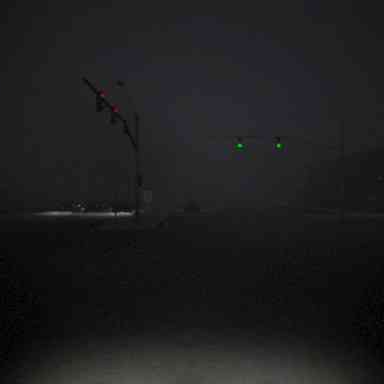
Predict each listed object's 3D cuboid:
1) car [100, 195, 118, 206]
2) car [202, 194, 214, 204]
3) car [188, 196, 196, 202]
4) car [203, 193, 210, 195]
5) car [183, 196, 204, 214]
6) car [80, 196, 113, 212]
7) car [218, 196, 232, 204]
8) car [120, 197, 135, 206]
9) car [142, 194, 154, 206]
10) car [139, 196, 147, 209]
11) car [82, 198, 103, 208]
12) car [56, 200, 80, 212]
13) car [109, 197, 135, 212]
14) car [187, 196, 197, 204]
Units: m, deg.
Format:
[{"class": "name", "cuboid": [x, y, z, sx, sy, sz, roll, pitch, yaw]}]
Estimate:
[{"class": "car", "cuboid": [-14.987, 1.494, 60.441, 2.097, 1.767, 4.553, 0, 0, 0]}, {"class": "car", "cuboid": [3.514, 1.714, 68.402, 1.994, 1.385, 4.181, 0, 0, 0]}, {"class": "car", "cuboid": [0.016, 1.659, 78.437, 1.895, 1.301, 4.718, 0, 0, 0]}, {"class": "car", "cuboid": [3.516, 1.289, 78.437, 2.150, 2.045, 5.566, 0, 0, 0]}, {"class": "car", "cuboid": [0.008, 1.566, 37.376, 1.882, 1.535, 5.008, 0, 0, 0]}, {"class": "car", "cuboid": [-11.563, 1.573, 40.567, 1.882, 1.535, 5.008, 0, 0, 0]}, {"class": "car", "cuboid": [7.014, 1.510, 68.372, 2.097, 1.767, 4.553, 0, 0, 0]}, {"class": "car", "cuboid": [-11.487, 1.665, 59.523, 1.812, 1.442, 4.674, 0, 0, 0]}, {"class": "car", "cuboid": [-7.987, 1.360, 59.085, 2.150, 2.045, 5.566, 0, 0, 0]}, {"class": "car", "cuboid": [-8.018, 1.715, 48.513, 1.895, 1.301, 4.718, 0, 0, 1]}, {"class": "car", "cuboid": [-14.989, 1.682, 50.451, 1.994, 1.385, 4.181, 0, 0, 0]}, {"class": "car", "cuboid": [-15.061, 1.659, 40.755, 1.994, 1.385, 4.181, 0, 0, 0]}, {"class": "car", "cuboid": [-8.068, 1.657, 39.759, 1.994, 1.385, 4.181, 0, 0, 0]}, {"class": "car", "cuboid": [0.014, 1.662, 67.986, 2.128, 1.511, 4.902, 0, 0, 0]}]
